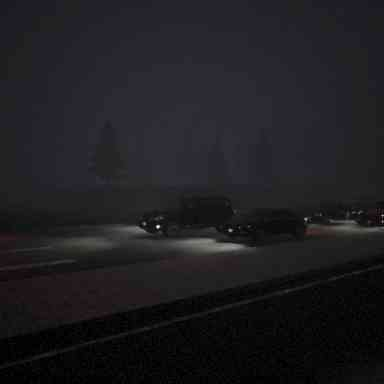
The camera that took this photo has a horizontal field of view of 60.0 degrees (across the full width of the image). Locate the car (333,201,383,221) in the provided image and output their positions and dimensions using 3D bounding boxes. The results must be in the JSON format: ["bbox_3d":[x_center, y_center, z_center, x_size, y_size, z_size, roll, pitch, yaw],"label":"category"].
[{"bbox_3d":[14.253,1.541,28.259,4.892,1.490,1.837,0,0,-35],"label":"car"}]

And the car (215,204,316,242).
[{"bbox_3d":[3.719,1.515,16.445,4.892,1.490,1.837,1,0,-35],"label":"car"}]

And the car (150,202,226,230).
[{"bbox_3d":[-0.213,1.512,22.244,4.892,1.490,1.837,0,0,-35],"label":"car"}]

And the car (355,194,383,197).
[{"bbox_3d":[18.436,1.251,35.453,5.566,2.045,2.150,0,0,-35],"label":"car"}]

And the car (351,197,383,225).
[{"bbox_3d":[13.582,1.432,23.380,4.553,1.767,2.097,0,0,-35],"label":"car"}]

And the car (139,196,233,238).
[{"bbox_3d":[-0.084,1.230,18.038,5.566,2.045,2.150,0,0,-35],"label":"car"}]

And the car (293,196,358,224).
[{"bbox_3d":[10.303,1.468,25.360,4.902,1.511,2.128,-5,3,-37],"label":"car"}]
